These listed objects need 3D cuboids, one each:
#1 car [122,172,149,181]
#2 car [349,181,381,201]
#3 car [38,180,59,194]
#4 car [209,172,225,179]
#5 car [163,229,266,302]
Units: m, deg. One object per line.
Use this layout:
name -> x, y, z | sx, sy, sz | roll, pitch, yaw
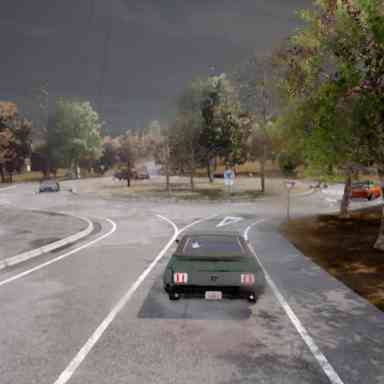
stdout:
car -> -10.200, -2.845, 60.200 | 5.008, 1.535, 1.882 | -4, 6, -32
car -> 16.859, -0.279, 32.377 | 2.097, 1.767, 4.553 | 5, 8, 41
car -> -16.556, -0.632, 38.570 | 1.994, 1.385, 4.181 | -2, 6, -19
car -> 5.702, -3.314, 66.037 | 4.718, 1.301, 1.895 | 2, 6, 21
car -> 0.506, 1.582, 8.248 | 1.895, 1.301, 4.718 | 0, 0, 3
